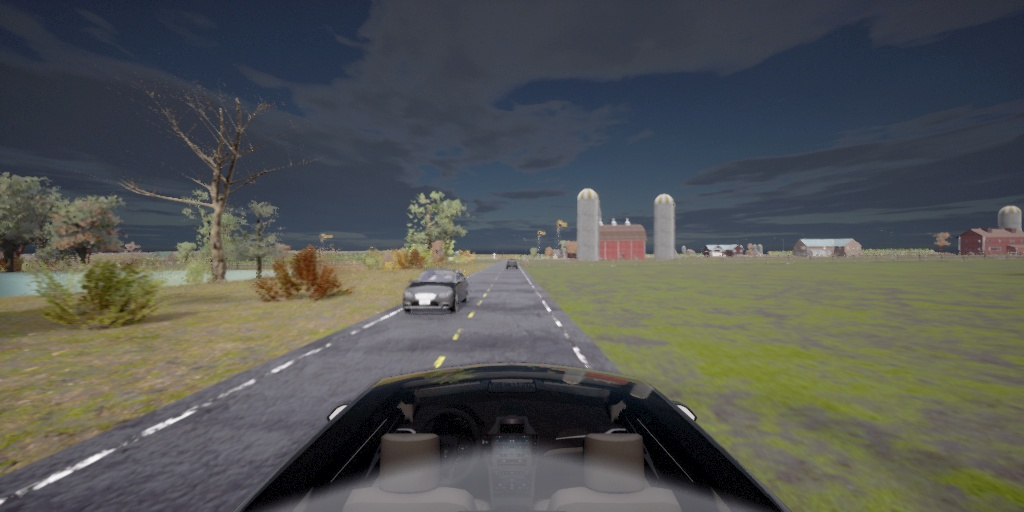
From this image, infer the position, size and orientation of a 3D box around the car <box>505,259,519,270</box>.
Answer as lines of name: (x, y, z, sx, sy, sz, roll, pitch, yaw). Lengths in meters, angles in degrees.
car: (-0.010, 1.282, 54.871, 1.837, 1.490, 4.892, 0, 0, 0)

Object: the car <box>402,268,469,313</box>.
car: (-2.811, 1.243, 14.071, 2.128, 1.511, 4.902, 0, 0, 0)
